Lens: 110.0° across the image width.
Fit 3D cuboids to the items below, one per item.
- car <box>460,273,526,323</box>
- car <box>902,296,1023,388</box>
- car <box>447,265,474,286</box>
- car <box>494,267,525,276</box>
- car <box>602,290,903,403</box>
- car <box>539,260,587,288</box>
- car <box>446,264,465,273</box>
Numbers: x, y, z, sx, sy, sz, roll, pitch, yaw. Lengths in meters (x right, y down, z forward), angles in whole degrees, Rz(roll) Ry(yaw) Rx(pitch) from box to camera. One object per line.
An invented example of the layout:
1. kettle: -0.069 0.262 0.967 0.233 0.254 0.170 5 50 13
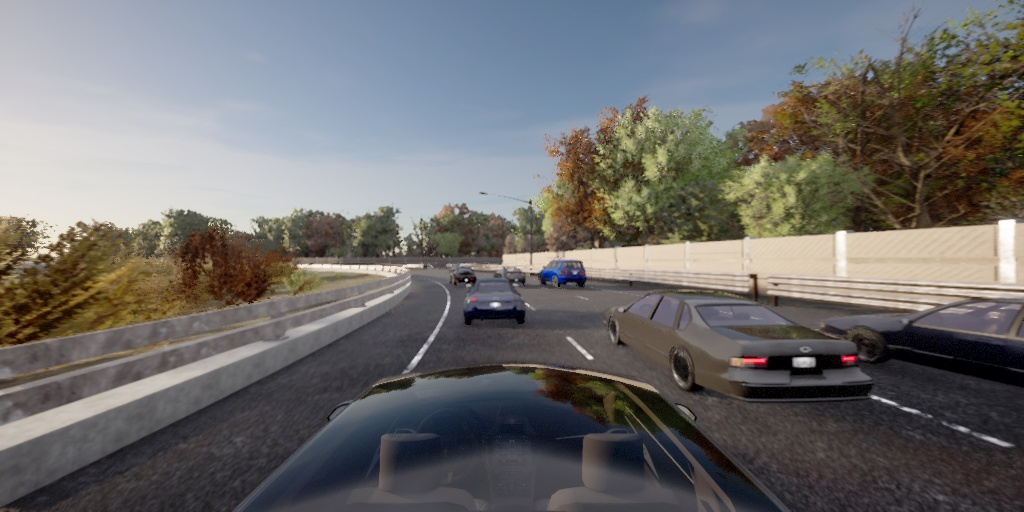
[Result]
1. car: -0.698 1.478 12.893 1.994 1.385 4.181 0 -1 -6
2. car: 7.851 1.318 5.342 2.033 1.411 5.357 0 -1 -10
3. car: -4.232 1.684 30.409 1.837 1.490 4.892 0 -1 -16
4. car: -0.289 1.639 29.269 2.128 1.511 4.902 0 -1 -15
5. car: 3.354 1.357 6.801 2.033 1.411 5.357 0 -1 -3
6. car: 3.785 1.328 27.601 2.150 2.045 5.566 0 -1 -13
7. car: -9.981 2.224 63.345 2.033 1.411 5.357 0 -1 -23
